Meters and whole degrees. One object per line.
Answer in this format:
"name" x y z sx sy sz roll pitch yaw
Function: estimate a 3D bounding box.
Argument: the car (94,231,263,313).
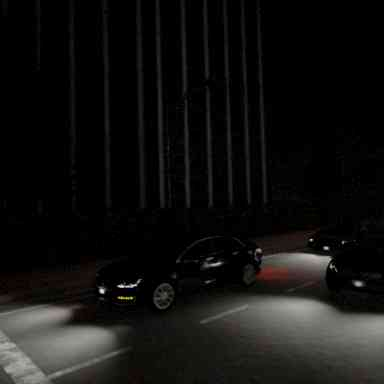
"car" -0.105 1.849 8.651 4.892 1.490 1.837 0 -3 -42

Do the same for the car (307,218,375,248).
"car" 7.495 1.944 15.574 5.357 1.411 2.033 0 -3 -42

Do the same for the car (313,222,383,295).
"car" 5.302 1.728 8.819 4.674 1.442 1.812 0 -3 -43
